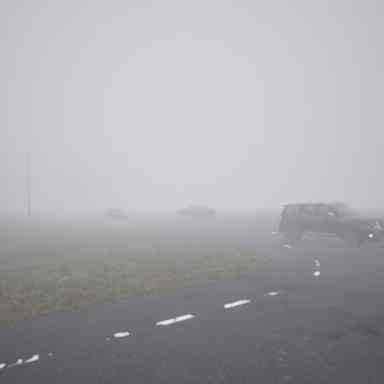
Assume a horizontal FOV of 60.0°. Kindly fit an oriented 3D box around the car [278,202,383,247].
[{"bbox_3d":[6.965,1.530,16.924,2.150,2.045,5.566,-2,-2,-35],"label":"car"}]

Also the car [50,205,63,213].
[{"bbox_3d":[-28.521,3.466,69.893,2.097,1.767,4.553,-2,0,-28],"label":"car"}]

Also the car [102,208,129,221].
[{"bbox_3d":[-9.186,2.642,39.649,1.837,1.490,4.892,-2,0,-36],"label":"car"}]

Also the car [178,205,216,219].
[{"bbox_3d":[0.482,2.245,38.148,2.033,1.411,5.357,-2,0,-35],"label":"car"}]
